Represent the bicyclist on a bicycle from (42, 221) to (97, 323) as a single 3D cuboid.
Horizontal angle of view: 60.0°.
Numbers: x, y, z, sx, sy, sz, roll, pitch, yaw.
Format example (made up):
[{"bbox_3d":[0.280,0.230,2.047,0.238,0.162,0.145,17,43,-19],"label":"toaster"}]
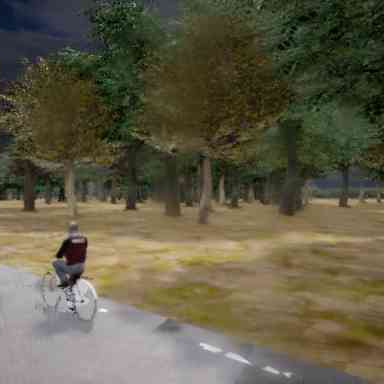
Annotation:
[{"bbox_3d":[-2.347,1.424,6.218,1.843,1.776,0.659,0,-1,38],"label":"bicyclist on a bicycle"}]
